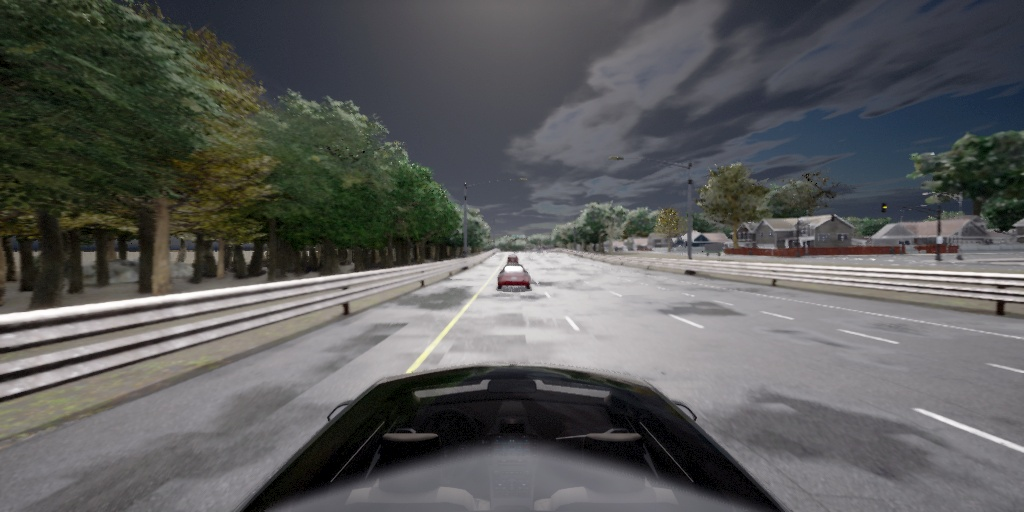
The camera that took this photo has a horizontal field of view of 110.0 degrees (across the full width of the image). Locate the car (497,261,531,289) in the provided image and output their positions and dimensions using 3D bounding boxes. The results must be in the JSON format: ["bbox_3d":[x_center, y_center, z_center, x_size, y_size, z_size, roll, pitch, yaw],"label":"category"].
[{"bbox_3d":[0.112,1.203,22.353,1.994,1.385,4.181,0,1,0],"label":"car"}]

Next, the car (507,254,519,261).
[{"bbox_3d":[0.136,0.446,61.276,1.882,1.535,5.008,0,2,0],"label":"car"}]
